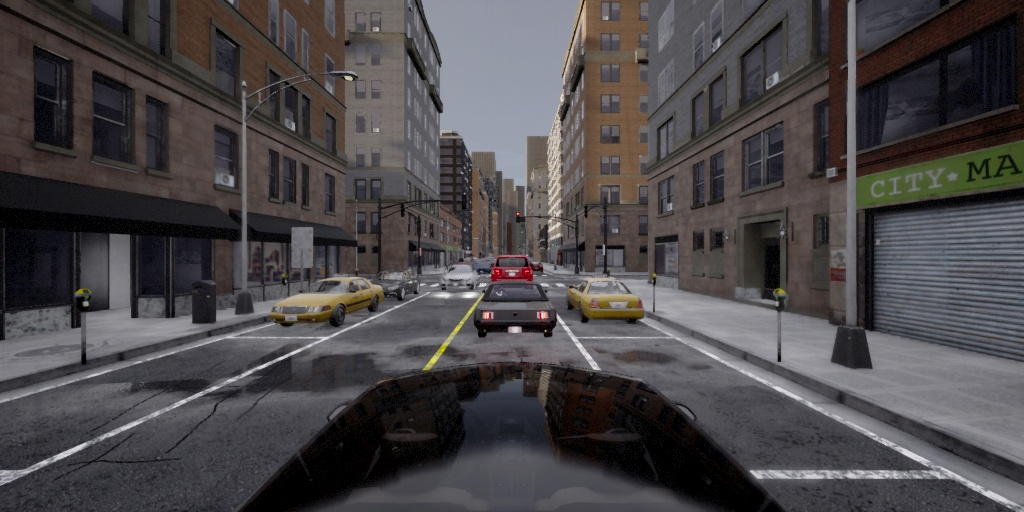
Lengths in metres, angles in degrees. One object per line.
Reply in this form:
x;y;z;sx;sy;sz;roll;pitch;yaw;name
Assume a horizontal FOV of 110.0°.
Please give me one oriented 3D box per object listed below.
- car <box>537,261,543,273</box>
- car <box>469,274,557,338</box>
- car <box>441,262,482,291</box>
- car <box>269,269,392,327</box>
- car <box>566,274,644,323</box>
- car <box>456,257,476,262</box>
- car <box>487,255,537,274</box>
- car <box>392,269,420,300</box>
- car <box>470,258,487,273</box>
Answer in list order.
2.869;1.308;44.076;1.888;1.381;4.507;0;0;0;car
0.084;1.351;10.187;1.895;1.301;4.718;0;0;0;car
-3.096;1.278;21.999;1.812;1.442;4.674;0;0;0;car
-5.666;1.276;11.610;1.751;1.417;4.829;0;0;0;car
2.860;1.276;11.947;1.751;1.417;4.829;0;0;0;car
-5.656;1.078;44.079;2.192;1.841;5.009;0;0;0;car
0.006;0.974;19.957;2.150;2.045;5.566;0;0;0;car
-5.664;1.302;17.305;2.007;1.370;4.403;0;0;0;car
-3.146;1.309;40.933;2.033;1.411;5.357;0;0;2;car
